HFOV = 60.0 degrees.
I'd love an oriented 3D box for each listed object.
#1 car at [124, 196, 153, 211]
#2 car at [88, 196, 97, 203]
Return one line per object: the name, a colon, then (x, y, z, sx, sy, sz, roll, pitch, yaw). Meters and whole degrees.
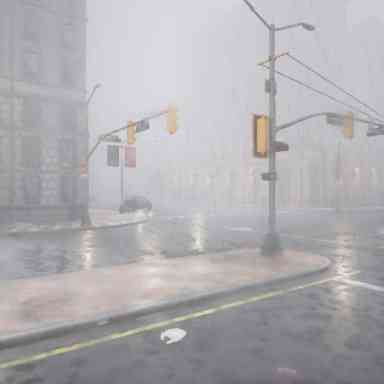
car: (-6.709, 1.283, 41.267, 2.097, 1.767, 4.553, 0, 0, -35)
car: (-20.956, 1.463, 67.465, 2.033, 1.411, 5.357, 0, 0, -35)
